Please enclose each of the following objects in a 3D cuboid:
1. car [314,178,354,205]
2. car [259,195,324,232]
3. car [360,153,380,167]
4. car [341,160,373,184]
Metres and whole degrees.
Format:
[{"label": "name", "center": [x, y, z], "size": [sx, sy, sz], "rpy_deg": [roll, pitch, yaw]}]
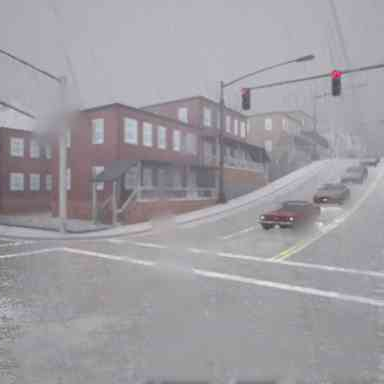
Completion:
[{"label": "car", "center": [10.530, 0.067, 25.086], "size": [1.994, 1.385, 4.181], "rpy_deg": [0, 9, 36]}, {"label": "car", "center": [5.295, 1.177, 17.705], "size": [1.895, 1.301, 4.718], "rpy_deg": [0, 5, 35]}, {"label": "car", "center": [22.193, -4.077, 41.471], "size": [2.033, 1.411, 5.357], "rpy_deg": [0, 12, 36]}, {"label": "car", "center": [16.158, -1.825, 33.024], "size": [2.033, 1.411, 5.357], "rpy_deg": [0, 12, 35]}]
